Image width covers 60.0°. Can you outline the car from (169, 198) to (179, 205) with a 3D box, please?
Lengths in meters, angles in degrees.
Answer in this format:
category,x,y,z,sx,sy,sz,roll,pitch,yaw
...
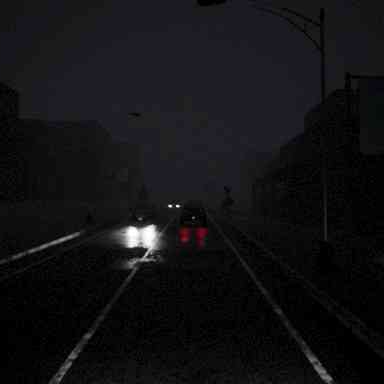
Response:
category,x,y,z,sx,sy,sz,roll,pitch,yaw
car,-3.513,1.891,66.302,1.895,1.301,4.718,0,0,0

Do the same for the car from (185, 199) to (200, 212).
category,x,y,z,sx,sy,sz,roll,pitch,yaw
car,0.101,1.661,42.877,1.837,1.490,4.892,0,0,0

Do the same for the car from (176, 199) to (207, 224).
category,x,y,z,sx,sy,sz,roll,pitch,yaw
car,0.095,1.560,25.057,2.128,1.511,4.902,0,0,0

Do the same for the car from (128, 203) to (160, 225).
category,x,y,z,sx,sy,sz,roll,pitch,yaw
car,-3.493,1.559,24.893,2.128,1.511,4.902,0,0,0
